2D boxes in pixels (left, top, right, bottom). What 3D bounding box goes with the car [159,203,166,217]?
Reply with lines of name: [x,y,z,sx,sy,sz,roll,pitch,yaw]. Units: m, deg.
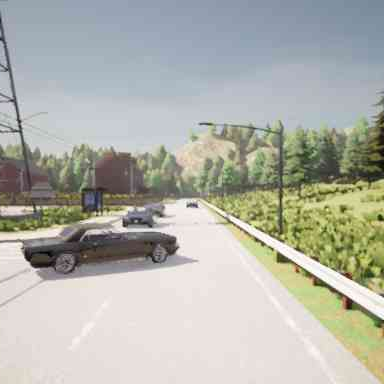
car: [-3.599,1.781,33.175,2.033,1.411,5.357,0,0,1]

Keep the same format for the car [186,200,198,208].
car: [0.027,1.981,53.915,1.895,1.301,4.718,0,0,0]

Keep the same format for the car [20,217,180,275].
car: [-2.805,1.677,10.676,4.718,1.301,1.895,0,0,-31]

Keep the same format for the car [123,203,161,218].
car: [-3.628,1.731,23.652,1.994,1.385,4.181,0,0,1]
